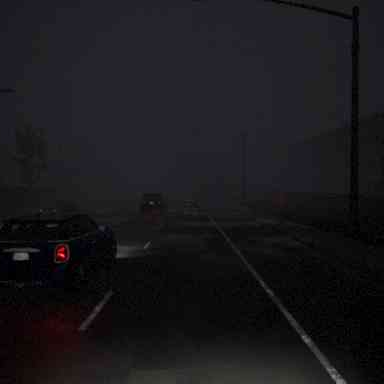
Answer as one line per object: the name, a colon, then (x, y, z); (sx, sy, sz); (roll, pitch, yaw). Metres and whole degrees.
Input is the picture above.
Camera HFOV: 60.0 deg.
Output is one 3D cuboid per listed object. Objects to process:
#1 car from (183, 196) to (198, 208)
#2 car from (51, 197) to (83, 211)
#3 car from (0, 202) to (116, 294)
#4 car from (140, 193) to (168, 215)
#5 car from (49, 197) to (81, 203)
car: (-0.217, 1.220, 44.001); (2.128, 1.511, 4.902); (0, 1, 0)
car: (-14.365, 1.331, 38.519); (1.837, 1.490, 4.892); (0, 0, 0)
car: (-3.470, 1.321, 8.881); (2.097, 1.767, 4.553); (0, 0, 0)
car: (-3.631, 1.076, 32.272); (2.150, 2.045, 5.566); (0, 0, 0)
car: (-10.788, 1.395, 27.129); (2.128, 1.511, 4.902); (0, 0, 0)
